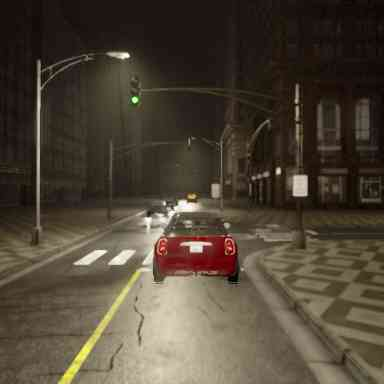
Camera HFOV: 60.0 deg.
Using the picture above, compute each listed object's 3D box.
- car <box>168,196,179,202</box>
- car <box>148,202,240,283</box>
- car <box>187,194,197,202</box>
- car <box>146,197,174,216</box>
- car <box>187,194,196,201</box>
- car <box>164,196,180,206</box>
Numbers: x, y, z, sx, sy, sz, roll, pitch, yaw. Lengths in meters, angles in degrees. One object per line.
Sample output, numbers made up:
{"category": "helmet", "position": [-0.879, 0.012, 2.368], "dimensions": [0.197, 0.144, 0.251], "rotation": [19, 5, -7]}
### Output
{"category": "car", "position": [-3.099, 1.419, 41.533], "dimensions": [2.128, 1.511, 4.902], "rotation": [0, 0, 0]}
{"category": "car", "position": [0.098, 1.343, 9.835], "dimensions": [2.097, 1.767, 4.553], "rotation": [0, 0, 0]}
{"category": "car", "position": [-0.011, 1.469, 61.600], "dimensions": [1.895, 1.301, 4.718], "rotation": [0, 0, 0]}
{"category": "car", "position": [-3.104, 1.498, 31.588], "dimensions": [2.033, 1.411, 5.357], "rotation": [0, 0, 0]}
{"category": "car", "position": [-0.012, 1.143, 71.575], "dimensions": [1.882, 1.535, 5.008], "rotation": [0, 0, 0]}
{"category": "car", "position": [-3.055, 1.390, 51.887], "dimensions": [2.128, 1.511, 4.902], "rotation": [0, 0, 0]}
